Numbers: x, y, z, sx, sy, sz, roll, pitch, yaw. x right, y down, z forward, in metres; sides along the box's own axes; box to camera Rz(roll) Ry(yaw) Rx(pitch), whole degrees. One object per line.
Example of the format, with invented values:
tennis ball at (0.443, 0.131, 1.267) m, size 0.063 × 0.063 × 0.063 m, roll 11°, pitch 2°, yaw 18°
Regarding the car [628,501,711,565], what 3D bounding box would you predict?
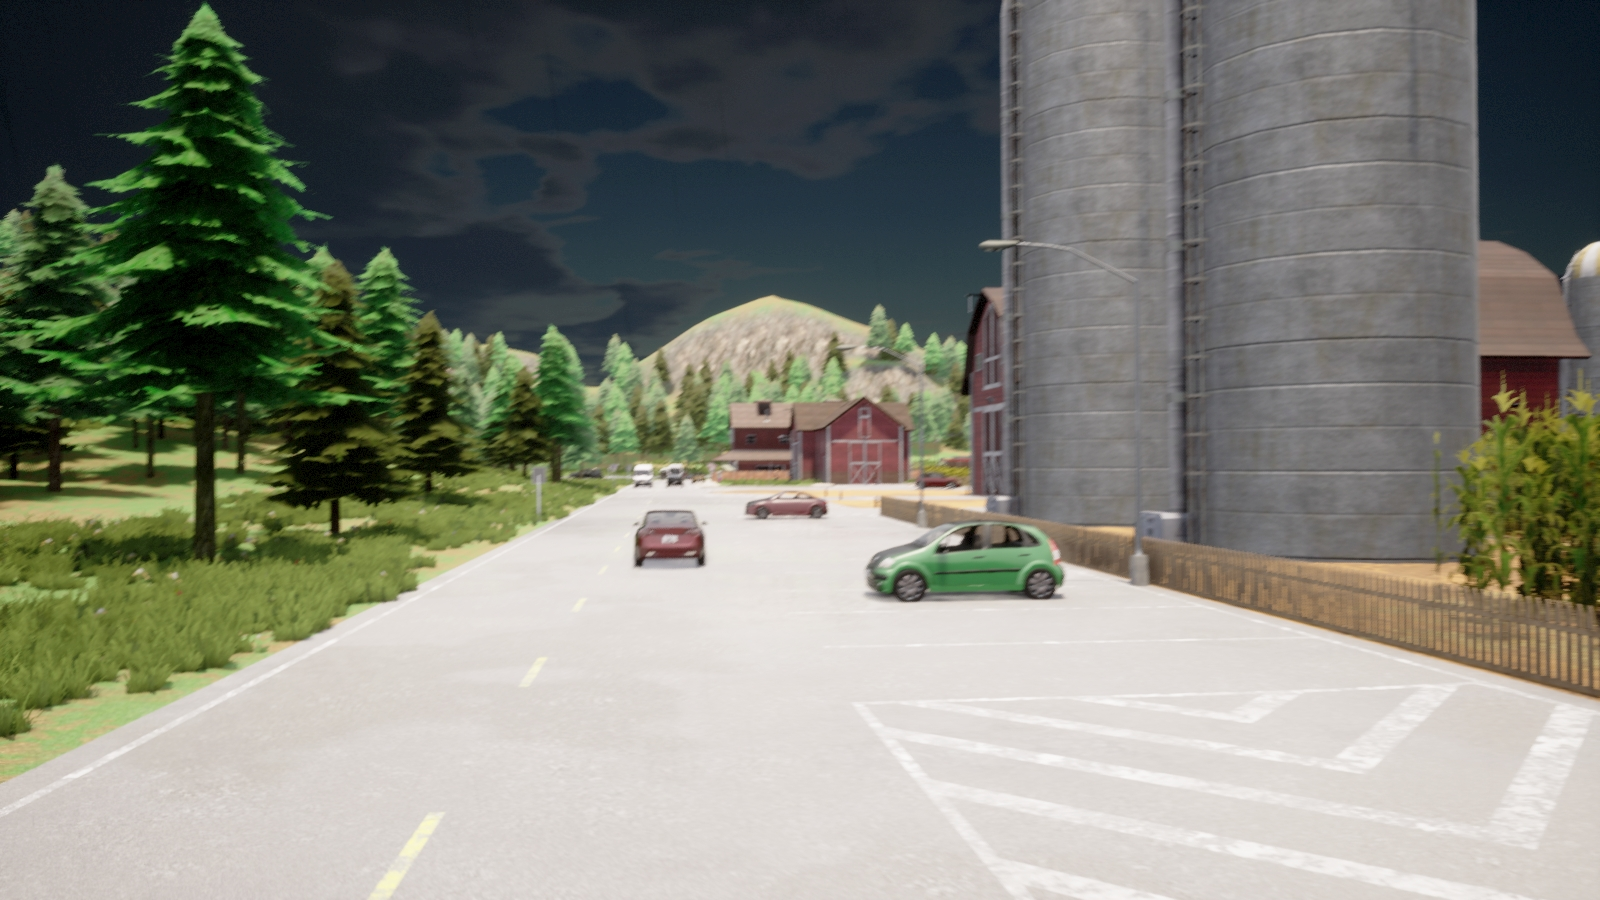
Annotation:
car at (-3.682, 2.296, 32.460) m, size 2.163 × 1.488 × 4.792 m, roll 0°, pitch -1°, yaw -6°
